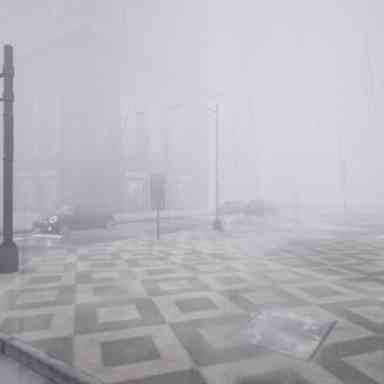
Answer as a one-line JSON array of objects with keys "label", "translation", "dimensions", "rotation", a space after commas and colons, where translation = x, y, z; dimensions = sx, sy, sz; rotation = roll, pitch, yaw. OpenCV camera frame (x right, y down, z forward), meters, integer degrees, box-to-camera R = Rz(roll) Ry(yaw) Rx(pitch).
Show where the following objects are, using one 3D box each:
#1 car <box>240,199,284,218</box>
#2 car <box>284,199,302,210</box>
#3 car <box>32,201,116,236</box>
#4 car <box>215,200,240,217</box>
[{"label": "car", "translation": [6.844, 1.515, 32.221], "dimensions": [2.097, 1.767, 4.553], "rotation": [0, 0, 36]}, {"label": "car", "translation": [14.100, 1.737, 47.657], "dimensions": [1.895, 1.301, 4.718], "rotation": [0, 0, 36]}, {"label": "car", "translation": [-6.617, 1.413, 18.945], "dimensions": [2.097, 1.767, 4.553], "rotation": [0, 0, 36]}, {"label": "car", "translation": [4.155, 1.649, 33.950], "dimensions": [1.837, 1.490, 4.892], "rotation": [0, 0, 36]}]
